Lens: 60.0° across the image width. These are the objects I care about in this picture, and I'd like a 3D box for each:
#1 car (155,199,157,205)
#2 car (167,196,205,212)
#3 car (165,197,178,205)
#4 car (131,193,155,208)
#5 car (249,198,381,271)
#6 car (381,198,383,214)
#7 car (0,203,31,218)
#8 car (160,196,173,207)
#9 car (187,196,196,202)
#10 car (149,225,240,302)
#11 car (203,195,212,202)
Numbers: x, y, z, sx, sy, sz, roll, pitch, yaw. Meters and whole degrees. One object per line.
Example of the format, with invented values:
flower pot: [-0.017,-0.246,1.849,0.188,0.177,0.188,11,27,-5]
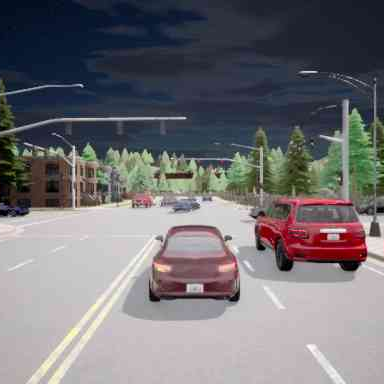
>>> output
car: [-7.196,1.525,57.267,1.812,1.442,4.674,0,0,1]
car: [-0.592,1.547,38.055,2.033,1.411,5.357,0,0,18]
car: [-3.690,1.563,59.752,1.994,1.385,4.181,0,0,0]
car: [-7.161,1.221,47.869,2.150,2.045,5.566,0,0,2]
car: [3.555,1.221,11.025,2.150,2.045,5.566,0,0,0]
car: [18.267,1.352,32.413,4.553,1.767,2.097,0,0,0]
car: [-16.816,1.600,29.089,4.718,1.301,1.895,0,0,-1]
car: [-3.693,1.351,51.144,2.097,1.767,4.553,0,0,0]
car: [-0.140,1.552,74.535,1.994,1.385,4.181,0,0,0]
car: [0.048,1.526,8.144,1.812,1.442,4.674,0,0,0]
car: [3.368,1.354,74.307,2.097,1.767,4.553,0,0,0]
